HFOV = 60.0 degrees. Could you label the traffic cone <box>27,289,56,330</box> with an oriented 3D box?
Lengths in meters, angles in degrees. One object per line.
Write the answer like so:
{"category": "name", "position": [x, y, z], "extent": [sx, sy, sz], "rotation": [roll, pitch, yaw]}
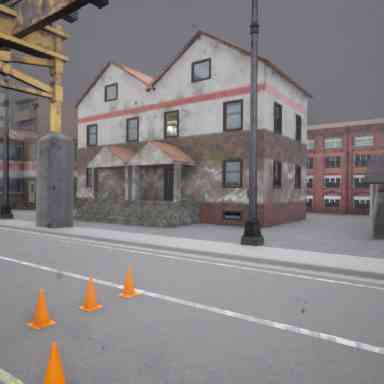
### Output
{"category": "traffic cone", "position": [-2.546, 1.949, 5.630], "extent": [0.340, 0.580, 0.340], "rotation": [0, 0, 36]}

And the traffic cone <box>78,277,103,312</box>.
{"category": "traffic cone", "position": [-1.960, 1.949, 6.441], "extent": [0.340, 0.580, 0.340], "rotation": [0, 0, 36]}

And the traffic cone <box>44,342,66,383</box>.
{"category": "traffic cone", "position": [-1.509, 1.952, 3.648], "extent": [0.340, 0.580, 0.340], "rotation": [0, 0, 36]}

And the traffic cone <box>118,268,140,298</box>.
{"category": "traffic cone", "position": [-1.375, 1.949, 7.251], "extent": [0.340, 0.580, 0.340], "rotation": [0, 0, 36]}
